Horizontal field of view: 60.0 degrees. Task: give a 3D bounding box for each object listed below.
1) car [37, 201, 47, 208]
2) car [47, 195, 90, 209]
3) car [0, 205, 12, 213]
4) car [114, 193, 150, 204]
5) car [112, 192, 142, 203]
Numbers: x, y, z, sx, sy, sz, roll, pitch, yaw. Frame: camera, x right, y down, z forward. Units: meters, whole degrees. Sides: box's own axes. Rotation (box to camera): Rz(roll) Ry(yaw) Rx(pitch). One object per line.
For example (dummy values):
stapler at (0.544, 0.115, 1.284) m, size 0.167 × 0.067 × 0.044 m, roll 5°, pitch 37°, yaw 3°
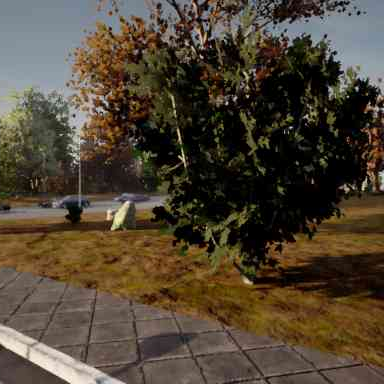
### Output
car at (-18.000, 1.374, 45.133) m, size 2.033 × 1.411 × 5.357 m, roll 0°, pitch 2°, yaw 39°
car at (-15.500, 1.178, 42.656) m, size 2.097 × 1.767 × 4.553 m, roll 0°, pitch 2°, yaw 39°
car at (-21.777, 1.646, 34.907) m, size 1.895 × 1.301 × 4.718 m, roll 0°, pitch 1°, yaw 39°
car at (-8.807, 0.958, 50.907) m, size 2.033 × 1.411 × 5.357 m, roll 0°, pitch 3°, yaw 39°
car at (-10.533, 0.872, 54.316) m, size 1.812 × 1.442 × 4.674 m, roll 0°, pitch 3°, yaw 39°
